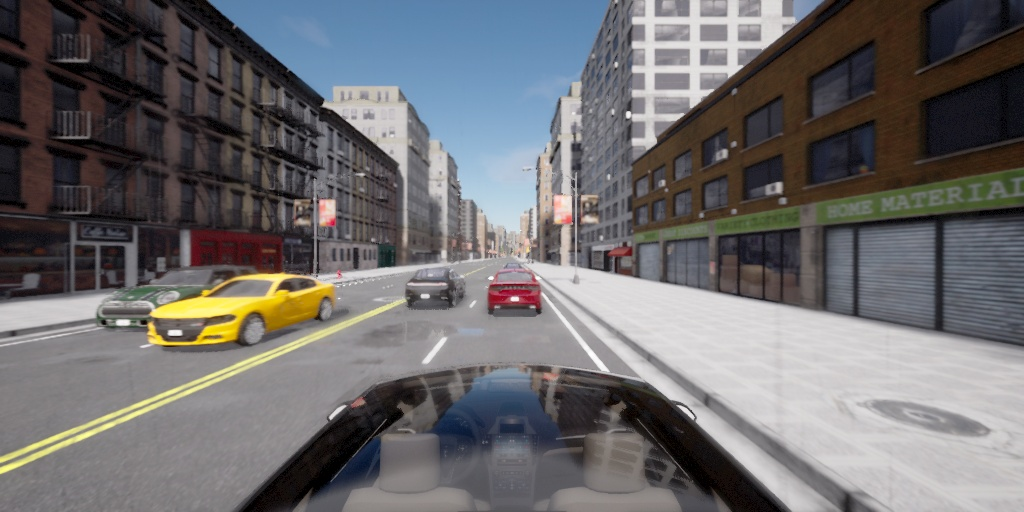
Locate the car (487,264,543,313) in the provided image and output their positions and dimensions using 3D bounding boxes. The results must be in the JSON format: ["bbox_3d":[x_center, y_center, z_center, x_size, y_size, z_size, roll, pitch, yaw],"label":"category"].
[{"bbox_3d":[0.100,1.231,14.011,1.882,1.535,5.008,0,0,0],"label":"car"}]

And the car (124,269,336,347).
[{"bbox_3d":[-6.600,1.230,9.525,1.882,1.535,5.008,0,0,0],"label":"car"}]

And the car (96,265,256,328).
[{"bbox_3d":[-9.850,1.105,11.328,2.097,1.767,4.553,0,0,0],"label":"car"}]

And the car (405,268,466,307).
[{"bbox_3d":[-3.150,1.246,15.465,2.128,1.511,4.902,0,0,0],"label":"car"}]
